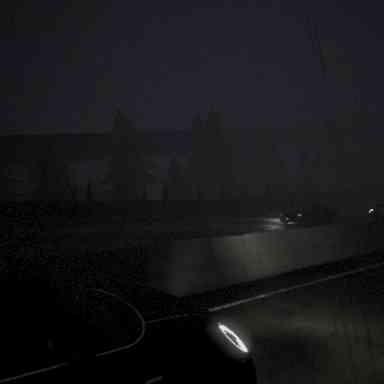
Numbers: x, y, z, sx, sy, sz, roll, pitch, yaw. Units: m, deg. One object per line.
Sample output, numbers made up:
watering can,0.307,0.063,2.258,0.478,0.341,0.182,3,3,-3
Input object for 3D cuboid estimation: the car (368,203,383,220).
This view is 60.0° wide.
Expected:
car,13.762,1.241,22.281,4.553,1.767,2.097,-1,0,-36

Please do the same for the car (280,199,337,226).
car,7.970,1.423,22.506,4.674,1.442,1.812,0,0,-35

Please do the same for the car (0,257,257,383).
car,-1.609,1.352,2.598,4.553,1.767,2.097,0,0,-36
